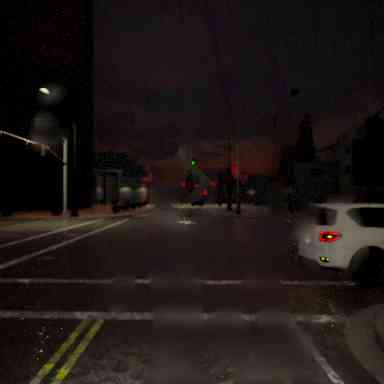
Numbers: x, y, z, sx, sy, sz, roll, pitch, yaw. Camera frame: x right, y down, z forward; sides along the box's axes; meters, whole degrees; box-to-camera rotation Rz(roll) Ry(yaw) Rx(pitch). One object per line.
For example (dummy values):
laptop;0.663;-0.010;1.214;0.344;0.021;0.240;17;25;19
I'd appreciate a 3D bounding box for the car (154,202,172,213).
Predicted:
car;-3.598;1.970;42.207;1.994;1.385;4.181;0;-1;0

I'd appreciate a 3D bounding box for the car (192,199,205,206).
car;1.385;2.230;69.229;1.994;1.385;4.181;0;-1;12

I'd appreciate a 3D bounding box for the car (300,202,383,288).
car;5.839;1.311;9.112;5.566;2.045;2.150;0;-3;-1
